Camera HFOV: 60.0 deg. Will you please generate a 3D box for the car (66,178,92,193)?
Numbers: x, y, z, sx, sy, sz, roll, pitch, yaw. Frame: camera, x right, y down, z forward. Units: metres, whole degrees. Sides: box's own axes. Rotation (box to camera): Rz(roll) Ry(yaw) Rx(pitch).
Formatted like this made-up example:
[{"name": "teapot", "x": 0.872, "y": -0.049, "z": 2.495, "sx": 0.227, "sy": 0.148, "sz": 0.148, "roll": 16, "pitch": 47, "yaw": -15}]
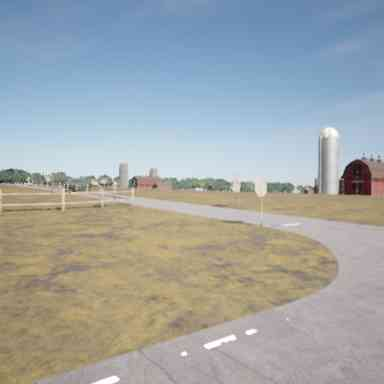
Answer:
[{"name": "car", "x": -15.788, "y": -0.840, "z": 46.130, "sx": 2.150, "sy": 2.045, "sz": 5.566, "roll": 1, "pitch": 2, "yaw": -36}]
